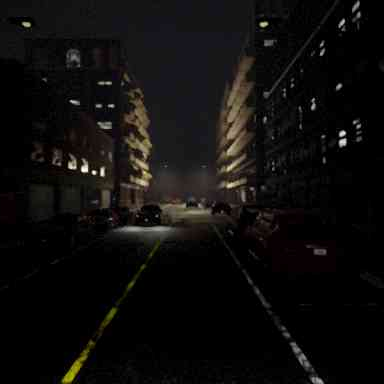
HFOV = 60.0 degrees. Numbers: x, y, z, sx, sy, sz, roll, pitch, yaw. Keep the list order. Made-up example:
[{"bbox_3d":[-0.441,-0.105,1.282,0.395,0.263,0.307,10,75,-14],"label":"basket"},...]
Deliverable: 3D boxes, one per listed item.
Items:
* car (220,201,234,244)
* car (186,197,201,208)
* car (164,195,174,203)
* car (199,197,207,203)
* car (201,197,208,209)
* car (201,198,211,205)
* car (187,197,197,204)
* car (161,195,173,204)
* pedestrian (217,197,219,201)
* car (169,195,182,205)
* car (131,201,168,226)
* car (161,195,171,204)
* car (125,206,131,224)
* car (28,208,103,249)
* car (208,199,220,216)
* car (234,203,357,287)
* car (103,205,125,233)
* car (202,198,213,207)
[{"bbox_3d":[2.704,1.388,14.972,2.192,1.841,5.009,1,0,0],"label":"car"},{"bbox_3d":[0.027,1.856,52.220,1.895,1.301,4.718,0,0,1],"label":"car"},{"bbox_3d":[-5.677,1.717,81.866,2.192,1.841,5.009,1,0,0],"label":"car"},{"bbox_3d":[2.699,1.984,81.825,1.802,1.307,4.206,1,0,0],"label":"car"},{"bbox_3d":[2.700,1.788,48.398,2.008,1.369,4.403,1,0,0],"label":"car"},{"bbox_3d":[2.699,1.901,65.112,1.802,1.307,4.206,1,0,0],"label":"car"},{"bbox_3d":[-0.001,1.841,71.863,2.033,1.411,5.357,0,0,0],"label":"car"},{"bbox_3d":[-5.677,1.690,76.294,2.192,1.841,5.009,1,0,0],"label":"car"},{"bbox_3d":[2.999,1.482,38.411,0.375,1.860,0.375,1,-1,-5],"label":"pedestrian"},{"bbox_3d":[-3.010,1.849,65.958,1.812,1.442,4.674,0,0,0],"label":"car"},{"bbox_3d":[-3.100,1.648,24.936,1.812,1.442,4.674,0,0,0],"label":"car"},{"bbox_3d":[-5.681,1.913,70.723,1.947,1.339,4.313,1,0,0],"label":"car"},{"bbox_3d":[-5.681,1.710,26.153,1.802,1.307,4.206,1,0,0],"label":"car"},{"bbox_3d":[-5.680,1.618,15.012,1.887,1.381,4.507,1,0,0],"label":"car"},{"bbox_3d":[2.999,1.679,35.451,1.837,1.490,4.892,0,0,0],"label":"car"},{"bbox_3d":[2.704,1.361,9.402,2.192,1.841,5.009,1,0,0],"label":"car"},{"bbox_3d":[-5.680,1.683,20.582,1.802,1.307,4.206,1,0,0],"label":"car"},{"bbox_3d":[2.700,1.818,59.710,1.752,1.417,4.829,1,0,0],"label":"car"}]
